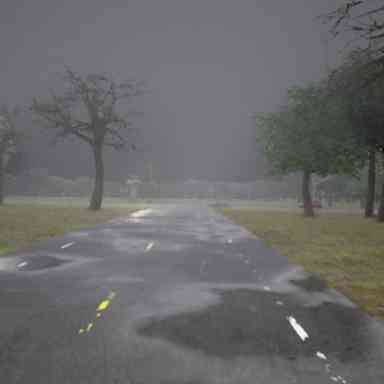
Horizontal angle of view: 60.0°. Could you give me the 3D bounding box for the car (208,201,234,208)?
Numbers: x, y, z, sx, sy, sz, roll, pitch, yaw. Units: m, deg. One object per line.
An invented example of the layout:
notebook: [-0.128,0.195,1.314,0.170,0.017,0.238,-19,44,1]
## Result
car: [6.001,2.546,68.444,5.357,1.411,2.033,2,0,0]

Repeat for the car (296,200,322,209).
car: [26.494,2.842,75.339,5.566,2.045,2.150,2,0,0]
